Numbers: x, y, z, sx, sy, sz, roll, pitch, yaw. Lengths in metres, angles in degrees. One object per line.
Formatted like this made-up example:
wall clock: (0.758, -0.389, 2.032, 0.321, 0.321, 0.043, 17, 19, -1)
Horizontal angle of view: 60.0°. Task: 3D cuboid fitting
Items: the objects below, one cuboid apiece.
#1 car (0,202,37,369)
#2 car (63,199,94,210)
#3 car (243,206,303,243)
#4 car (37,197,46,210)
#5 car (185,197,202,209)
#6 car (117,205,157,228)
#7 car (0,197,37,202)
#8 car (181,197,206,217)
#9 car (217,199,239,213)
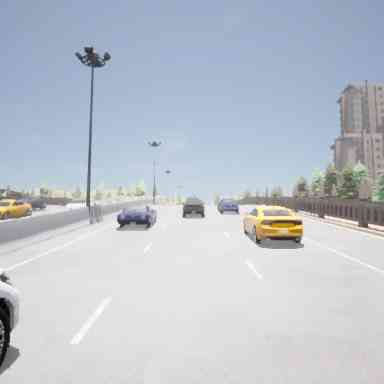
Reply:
car: (-3.395, 1.223, 2.113, 2.150, 2.045, 5.566, 0, 0, 0)
car: (-10.557, 1.365, 31.363, 1.812, 1.442, 4.674, 0, 0, 0)
car: (3.621, 1.403, 15.583, 1.882, 1.535, 5.008, 0, 0, 0)
car: (-17.547, 1.306, 35.860, 2.128, 1.511, 4.902, 0, 0, 0)
car: (0.152, 1.349, 41.497, 1.994, 1.385, 4.181, 0, 0, 0)
car: (-3.372, 1.495, 21.256, 1.895, 1.301, 4.718, 0, 0, 0)
car: (-14.067, 1.350, 25.239, 1.882, 1.535, 5.008, 0, 0, 0)
car: (0.138, 1.356, 29.507, 1.837, 1.490, 4.892, 0, 1, 0)
car: (3.643, 1.373, 33.901, 2.033, 1.411, 5.357, 0, 0, 0)
